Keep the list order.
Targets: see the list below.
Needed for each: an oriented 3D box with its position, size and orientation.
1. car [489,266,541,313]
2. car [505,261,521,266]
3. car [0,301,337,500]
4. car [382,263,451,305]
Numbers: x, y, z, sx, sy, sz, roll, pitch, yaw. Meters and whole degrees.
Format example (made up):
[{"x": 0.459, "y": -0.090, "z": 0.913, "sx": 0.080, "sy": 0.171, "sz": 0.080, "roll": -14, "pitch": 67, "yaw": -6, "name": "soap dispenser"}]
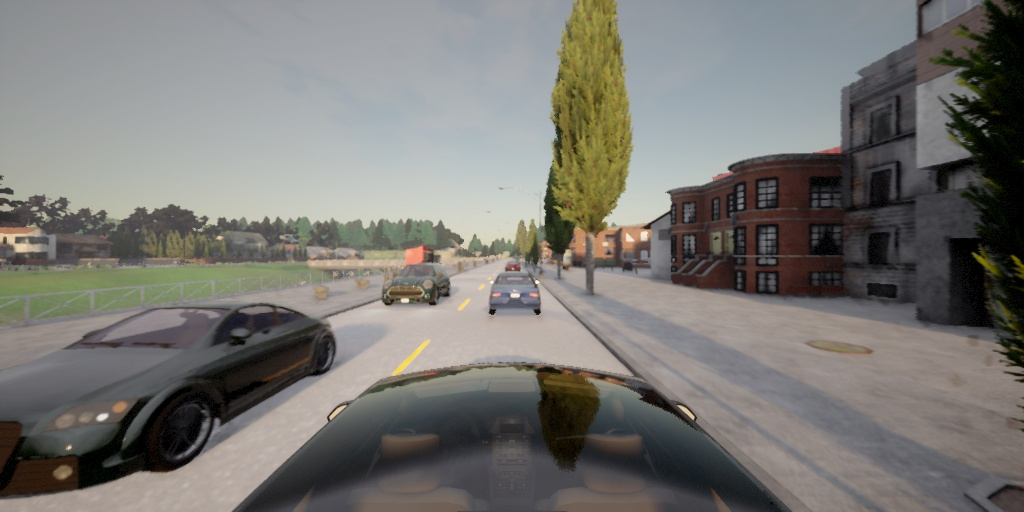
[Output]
[{"x": 0.103, "y": 1.306, "z": 13.948, "sx": 2.033, "sy": 1.411, "sz": 5.357, "roll": 0, "pitch": 0, "yaw": 0, "name": "car"}, {"x": 0.102, "y": 1.306, "z": 43.806, "sx": 1.812, "sy": 1.442, "sz": 4.674, "roll": 0, "pitch": 0, "yaw": 0, "name": "car"}, {"x": -4.098, "y": 1.317, "z": 4.672, "sx": 1.994, "sy": 1.385, "sz": 4.181, "roll": 0, "pitch": 0, "yaw": 0, "name": "car"}, {"x": -4.068, "y": 1.112, "z": 15.923, "sx": 2.097, "sy": 1.767, "sz": 4.553, "roll": 0, "pitch": 0, "yaw": 0, "name": "car"}]
